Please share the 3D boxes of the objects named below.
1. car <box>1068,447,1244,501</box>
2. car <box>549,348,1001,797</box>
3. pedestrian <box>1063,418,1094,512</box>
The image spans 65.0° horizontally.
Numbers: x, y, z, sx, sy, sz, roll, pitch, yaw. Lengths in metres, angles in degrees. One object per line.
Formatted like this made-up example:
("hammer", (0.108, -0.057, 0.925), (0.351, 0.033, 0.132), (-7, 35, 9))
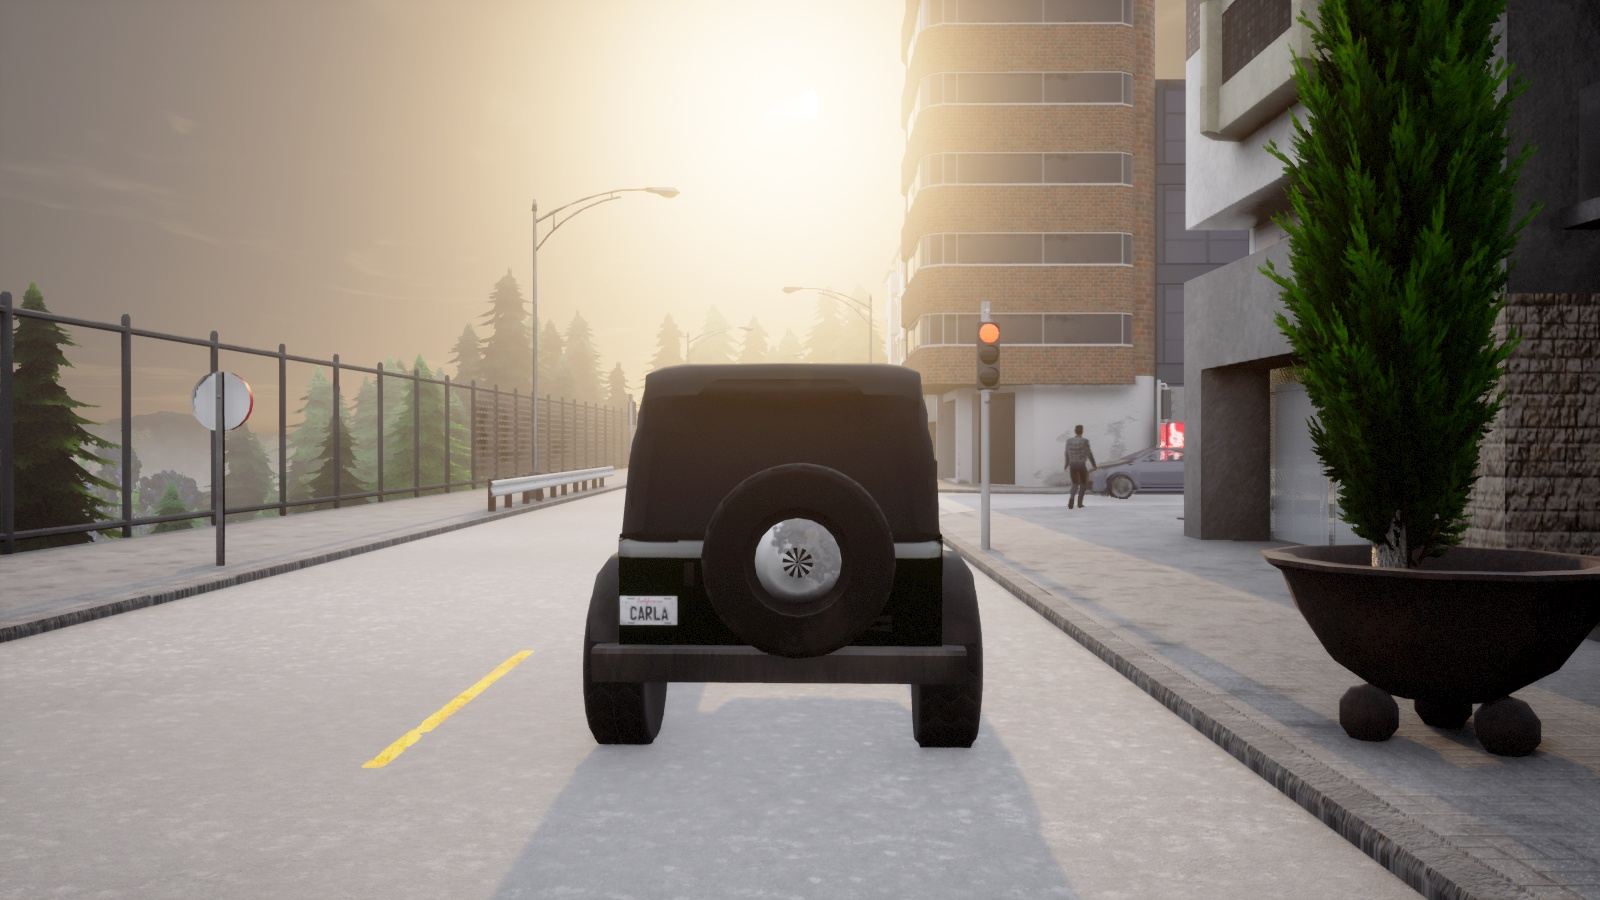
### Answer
("car", (9.555, 0.627, 33.929), (4.181, 1.385, 1.994), (0, 0, -1))
("car", (-0.029, 0.502, 7.220), (1.905, 1.878, 3.866), (0, 0, 2))
("pedestrian", (5.837, 0.309, 26.289), (0.423, 1.949, 0.788), (0, 0, 29))
